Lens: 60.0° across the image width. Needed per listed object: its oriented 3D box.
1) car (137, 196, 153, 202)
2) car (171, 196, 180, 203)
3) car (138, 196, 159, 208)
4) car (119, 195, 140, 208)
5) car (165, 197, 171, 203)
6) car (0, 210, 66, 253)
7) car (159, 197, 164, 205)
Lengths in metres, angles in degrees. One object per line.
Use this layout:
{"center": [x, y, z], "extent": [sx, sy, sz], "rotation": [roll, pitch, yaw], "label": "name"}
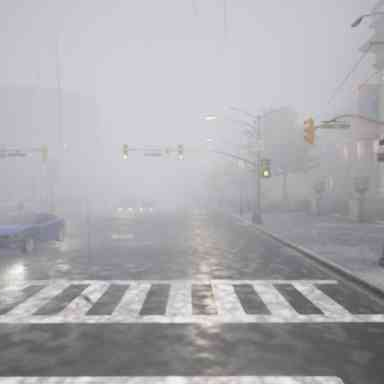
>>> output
{"center": [-13.244, 2.055, 93.985], "extent": [1.882, 1.535, 5.008], "rotation": [0, -1, -43], "label": "car"}
{"center": [-5.033, 1.942, 87.856], "extent": [2.097, 1.767, 4.553], "rotation": [0, 0, -29], "label": "car"}
{"center": [-7.174, 1.847, 55.170], "extent": [1.882, 1.535, 5.008], "rotation": [0, 0, 0], "label": "car"}
{"center": [-10.672, 1.594, 55.702], "extent": [2.150, 2.045, 5.566], "rotation": [0, 0, 0], "label": "car"}
{"center": [-7.685, 2.166, 85.367], "extent": [1.895, 1.301, 4.718], "rotation": [0, 0, -25], "label": "car"}
{"center": [-7.117, 1.574, 14.325], "extent": [1.882, 1.535, 5.008], "rotation": [0, 0, 0], "label": "car"}
{"center": [-7.189, 1.910, 64.713], "extent": [1.882, 1.535, 5.008], "rotation": [0, 0, 0], "label": "car"}
